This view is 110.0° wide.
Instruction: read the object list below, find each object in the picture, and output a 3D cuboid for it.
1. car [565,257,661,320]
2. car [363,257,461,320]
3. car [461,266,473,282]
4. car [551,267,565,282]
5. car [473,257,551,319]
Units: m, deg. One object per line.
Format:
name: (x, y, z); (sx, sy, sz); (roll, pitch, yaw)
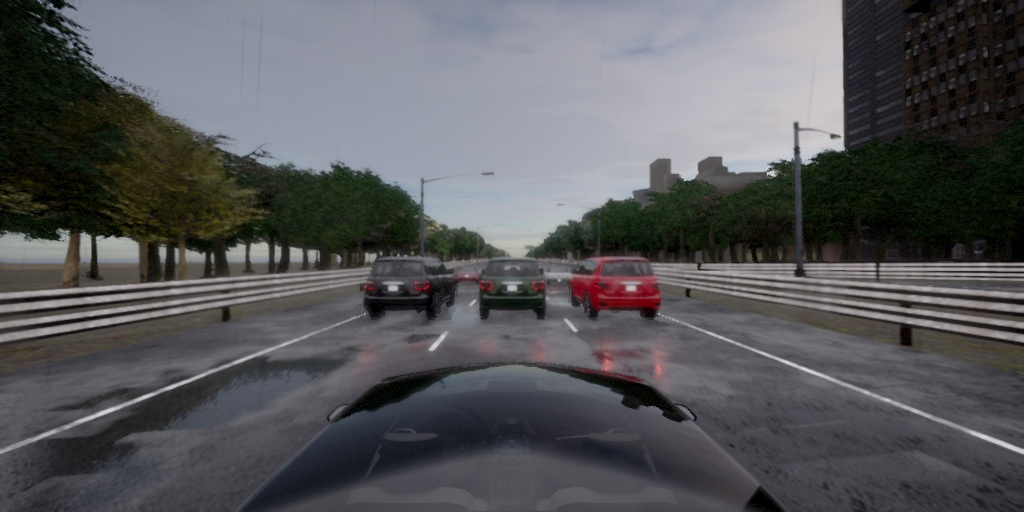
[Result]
car: (3.532, 1.053, 13.233); (2.150, 2.045, 5.566); (0, 0, 0)
car: (-3.470, 1.053, 13.208); (2.150, 2.045, 5.566); (0, 0, 0)
car: (-3.460, 1.495, 29.561); (1.994, 1.385, 4.181); (0, 0, 0)
car: (3.532, 1.528, 28.756); (1.895, 1.301, 4.718); (0, 0, 0)
car: (0.031, 1.054, 13.322); (2.150, 2.045, 5.566); (0, 0, 0)
